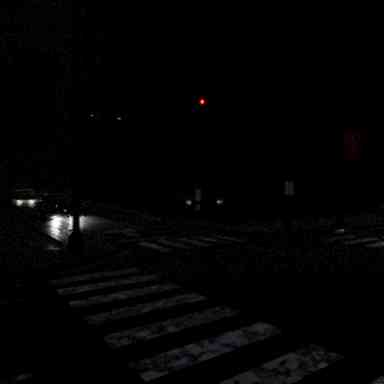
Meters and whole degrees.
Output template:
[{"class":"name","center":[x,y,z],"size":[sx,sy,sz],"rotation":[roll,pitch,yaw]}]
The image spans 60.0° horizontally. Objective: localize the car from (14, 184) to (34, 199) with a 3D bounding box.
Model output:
[{"class":"car","center":[-24.847,-0.154,49.071],"size":[2.150,2.045,5.566],"rotation":[0,3,-35]}]

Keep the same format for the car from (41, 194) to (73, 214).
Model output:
[{"class":"car","center":[-12.233,1.216,30.661],"size":[1.895,1.301,4.718],"rotation":[0,2,-35]}]

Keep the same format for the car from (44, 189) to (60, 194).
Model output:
[{"class":"car","center":[-19.795,0.391,46.688],"size":[1.837,1.490,4.892],"rotation":[0,3,-34]}]
